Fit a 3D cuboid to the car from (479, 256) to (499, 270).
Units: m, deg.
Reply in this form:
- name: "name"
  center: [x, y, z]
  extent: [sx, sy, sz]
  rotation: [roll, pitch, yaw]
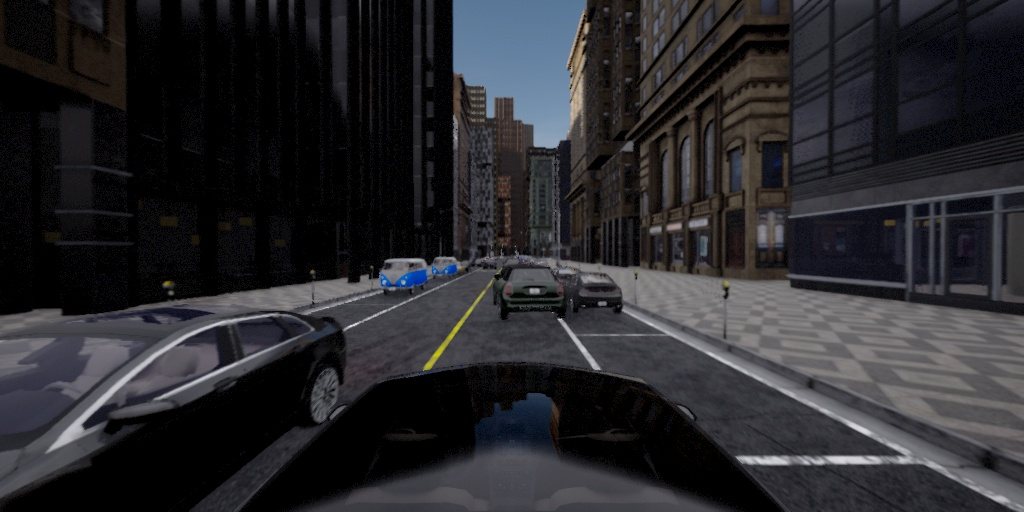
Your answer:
- name: "car"
  center: [-3.014, 1.125, 49.747]
  extent: [2.033, 1.411, 5.357]
  rotation: [0, 0, 0]

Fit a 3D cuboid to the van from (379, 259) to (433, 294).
- name: "van"
  center: [-5.673, 1.026, 19.135]
  extent: [1.690, 1.789, 3.998]
  rotation: [0, 0, 0]

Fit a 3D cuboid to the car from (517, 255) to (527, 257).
- name: "car"
  center: [0.088, 0.976, 36.187]
  extent: [2.097, 1.767, 4.553]
  rotation: [0, 0, 0]

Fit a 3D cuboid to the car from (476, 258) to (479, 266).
- name: "car"
  center: [-5.685, 1.111, 58.676]
  extent: [1.948, 1.339, 4.313]
  rotation: [0, 0, 0]

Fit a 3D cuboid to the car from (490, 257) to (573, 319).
- name: "car"
  center: [0.472, 1.061, 12.881]
  extent: [2.097, 1.767, 4.553]
  rotation: [0, 0, -6]

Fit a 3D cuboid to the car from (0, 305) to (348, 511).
- name: "car"
  center: [-3.099, 1.237, 2.834]
  extent: [2.128, 1.511, 4.902]
  rotation: [0, 0, 0]

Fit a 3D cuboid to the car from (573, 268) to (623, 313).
- name: "car"
  center: [2.854, 1.257, 13.496]
  extent: [2.007, 1.370, 4.403]
  rotation: [0, 0, 0]

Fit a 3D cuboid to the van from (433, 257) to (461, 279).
- name: "van"
  center: [-5.676, 0.985, 30.433]
  extent: [1.690, 1.789, 3.998]
  rotation: [0, 0, 0]

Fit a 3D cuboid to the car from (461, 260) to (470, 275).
- name: "car"
  center: [-5.678, 1.149, 35.911]
  extent: [1.751, 1.417, 4.829]
  rotation: [0, 0, 0]

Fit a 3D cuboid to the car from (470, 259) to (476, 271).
- name: "car"
  center: [-5.680, 1.170, 41.730]
  extent: [1.948, 1.339, 4.313]
  rotation: [0, 0, 0]
